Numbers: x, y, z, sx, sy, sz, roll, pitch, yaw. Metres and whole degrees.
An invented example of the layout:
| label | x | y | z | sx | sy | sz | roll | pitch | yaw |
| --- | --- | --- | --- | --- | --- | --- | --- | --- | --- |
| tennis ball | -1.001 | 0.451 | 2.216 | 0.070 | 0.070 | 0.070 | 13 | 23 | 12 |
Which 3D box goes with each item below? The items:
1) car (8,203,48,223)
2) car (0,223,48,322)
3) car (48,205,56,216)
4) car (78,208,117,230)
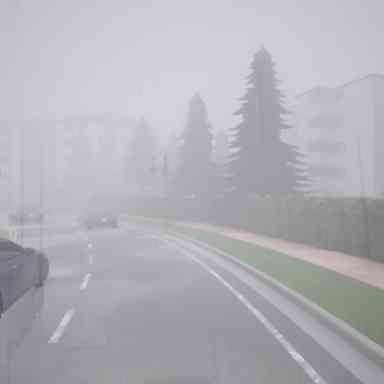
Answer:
| label | x | y | z | sx | sy | sz | roll | pitch | yaw |
| --- | --- | --- | --- | --- | --- | --- | --- | --- | --- |
| car | -13.572 | 1.811 | 27.106 | 1.994 | 1.385 | 4.181 | 0 | -1 | -38 |
| car | -4.233 | 1.587 | 6.416 | 1.812 | 1.442 | 4.674 | 0 | 0 | -9 |
| car | -16.444 | 1.868 | 35.345 | 5.357 | 1.411 | 2.033 | -1 | -1 | 41 |
| car | -6.576 | 1.765 | 22.933 | 1.994 | 1.385 | 4.181 | 0 | -1 | -29 |
